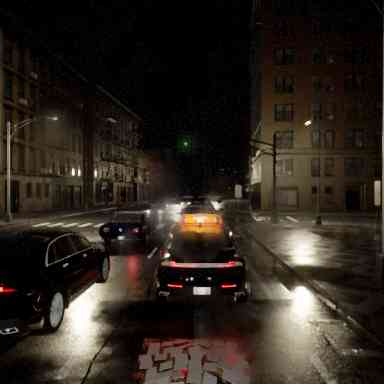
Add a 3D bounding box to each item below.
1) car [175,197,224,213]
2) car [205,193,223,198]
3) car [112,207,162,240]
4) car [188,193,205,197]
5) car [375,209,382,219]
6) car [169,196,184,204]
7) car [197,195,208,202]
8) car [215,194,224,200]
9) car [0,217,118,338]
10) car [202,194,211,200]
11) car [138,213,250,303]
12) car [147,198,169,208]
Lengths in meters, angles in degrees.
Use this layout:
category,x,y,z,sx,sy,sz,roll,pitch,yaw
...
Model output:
category,x,y,z,sx,sy,sz,roll,pitch,yaw
car,0.474,1.350,17.333,2.097,1.767,4.553,0,0,2
car,4.270,1.141,63.806,2.150,2.045,5.566,0,0,8
car,-2.834,1.600,15.929,1.895,1.301,4.718,0,0,2
car,1.123,1.140,64.820,2.150,2.045,5.566,0,0,8
car,18.670,1.747,29.130,4.674,1.442,1.812,1,0,7
car,-3.141,1.444,57.366,1.837,1.490,4.892,0,0,7
car,2.466,1.430,74.790,2.033,1.411,5.357,0,0,8
car,6.972,1.314,83.873,1.812,1.442,4.674,0,0,8
car,-3.053,1.504,6.747,1.837,1.490,4.892,0,0,1
car,3.751,1.290,84.308,1.837,1.490,4.892,0,0,8
car,0.210,1.491,8.161,2.128,1.511,4.902,0,0,1
car,-4.583,1.498,43.493,1.812,1.442,4.674,0,0,5
